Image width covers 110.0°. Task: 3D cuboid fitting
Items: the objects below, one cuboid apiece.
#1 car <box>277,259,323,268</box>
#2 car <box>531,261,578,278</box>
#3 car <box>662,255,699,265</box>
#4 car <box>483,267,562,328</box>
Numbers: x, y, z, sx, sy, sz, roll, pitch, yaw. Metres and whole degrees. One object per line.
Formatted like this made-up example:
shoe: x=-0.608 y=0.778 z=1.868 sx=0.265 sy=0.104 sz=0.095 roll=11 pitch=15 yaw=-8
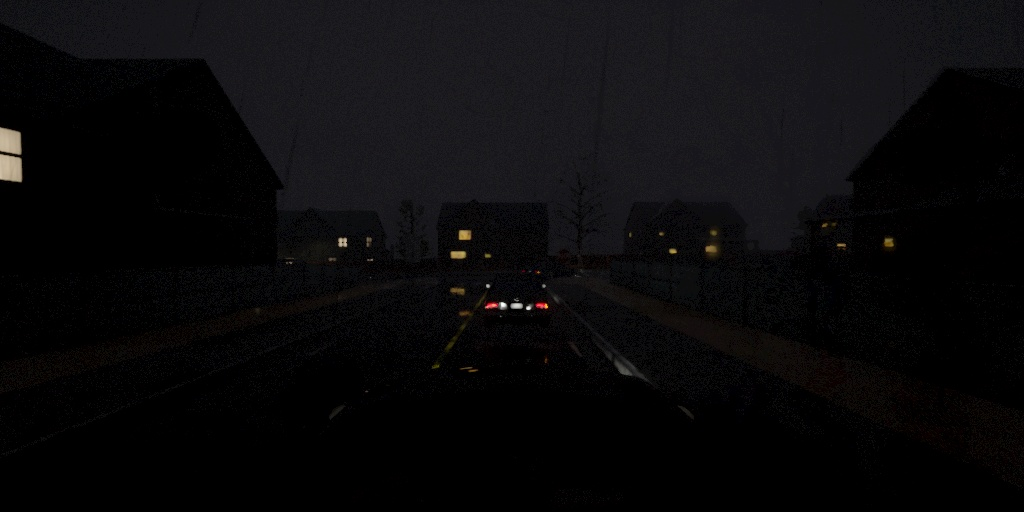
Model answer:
car: x=-17.509 y=1.232 z=28.844 sx=5.566 sy=2.045 sz=2.150 roll=-1 pitch=1 yaw=0
car: x=2.966 y=1.099 z=27.676 sx=2.033 sy=1.411 sz=5.357 roll=0 pitch=2 yaw=41
car: x=14.254 y=0.706 z=31.754 sx=4.892 sy=1.490 sz=1.837 roll=-1 pitch=1 yaw=0
car: x=0.125 y=1.247 z=11.183 sx=2.033 sy=1.411 sz=5.357 roll=0 pitch=0 yaw=0
